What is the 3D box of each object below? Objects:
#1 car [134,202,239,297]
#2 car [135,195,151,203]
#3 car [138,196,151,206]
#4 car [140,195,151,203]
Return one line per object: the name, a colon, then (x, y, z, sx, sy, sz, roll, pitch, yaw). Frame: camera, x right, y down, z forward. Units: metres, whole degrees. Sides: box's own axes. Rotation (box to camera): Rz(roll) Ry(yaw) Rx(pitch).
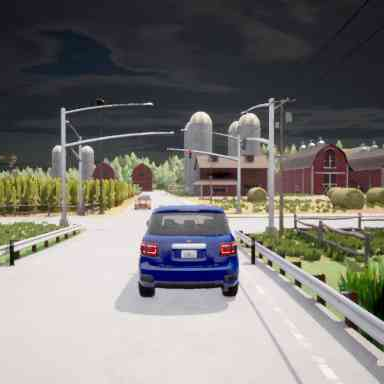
car: (-0.109, 1.364, 9.040, 2.150, 2.045, 5.566, 0, -2, -1)
car: (-6.390, 1.333, 43.495, 2.097, 1.767, 4.553, 0, 1, -7)
car: (-7.601, 1.389, 53.157, 1.994, 1.385, 4.181, 0, 1, -8)
car: (-8.849, 1.229, 63.121, 1.994, 1.385, 4.181, 0, 1, -7)
